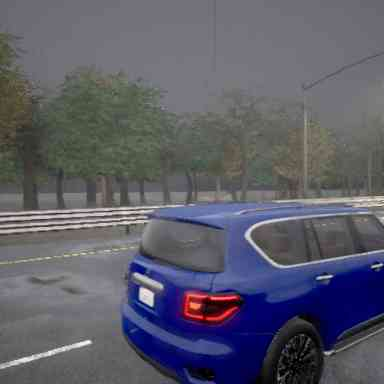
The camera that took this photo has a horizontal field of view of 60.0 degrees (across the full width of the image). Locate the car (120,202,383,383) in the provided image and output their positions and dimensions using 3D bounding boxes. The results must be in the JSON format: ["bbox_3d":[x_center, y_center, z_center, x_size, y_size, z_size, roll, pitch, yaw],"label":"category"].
[{"bbox_3d":[1.697,1.166,5.080,5.566,2.045,2.150,-1,1,-35],"label":"car"}]
